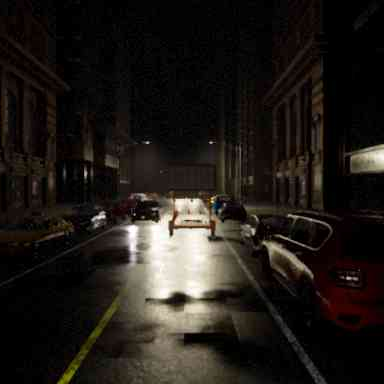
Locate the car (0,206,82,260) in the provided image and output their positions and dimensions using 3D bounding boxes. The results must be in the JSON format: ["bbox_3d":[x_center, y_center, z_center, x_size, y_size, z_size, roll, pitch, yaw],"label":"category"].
[{"bbox_3d":[-5.760,1.437,12.061,1.752,1.417,4.829,0,0,0],"label":"car"}]

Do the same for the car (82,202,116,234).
[{"bbox_3d":[-5.759,1.421,17.855,2.008,1.369,4.403,0,0,0],"label":"car"}]

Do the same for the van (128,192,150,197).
[{"bbox_3d":[-5.756,1.095,34.703,1.690,1.788,3.998,0,0,0],"label":"van"}]

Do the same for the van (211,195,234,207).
[{"bbox_3d":[2.768,1.133,29.094,1.690,1.788,3.998,0,0,0],"label":"van"}]

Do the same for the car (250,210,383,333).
[{"bbox_3d":[2.764,1.265,6.620,2.192,1.841,5.009,0,0,0],"label":"car"}]

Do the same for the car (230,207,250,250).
[{"bbox_3d":[2.765,1.461,12.240,2.008,1.369,4.403,0,0,0],"label":"car"}]

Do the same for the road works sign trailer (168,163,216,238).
[{"bbox_3d":[0.003,0.342,16.837,2.380,3.560,2.880,0,0,0],"label":"road works sign trailer"}]

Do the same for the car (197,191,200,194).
[{"bbox_3d":[2.776,1.000,79.664,1.887,1.381,4.507,0,0,0],"label":"car"}]

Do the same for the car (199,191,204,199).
[{"bbox_3d":[2.773,1.086,62.978,1.752,1.417,4.829,0,0,0],"label":"car"}]

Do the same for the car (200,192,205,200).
[{"bbox_3d":[2.772,1.181,57.189,1.802,1.307,4.206,0,0,0],"label":"car"}]

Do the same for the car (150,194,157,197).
[{"bbox_3d":[-5.755,1.266,40.322,2.008,1.369,4.403,0,0,0],"label":"car"}]

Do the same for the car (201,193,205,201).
[{"bbox_3d":[2.772,1.220,51.571,1.802,1.307,4.206,0,0,0],"label":"car"}]

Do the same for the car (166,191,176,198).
[{"bbox_3d":[-5.748,1.001,85.269,1.802,1.307,4.206,0,0,0],"label":"car"}]

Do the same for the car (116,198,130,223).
[{"bbox_3d":[-5.758,1.376,23.468,1.887,1.381,4.507,0,0,0],"label":"car"}]

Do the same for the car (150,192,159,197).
[{"bbox_3d":[-5.754,0.991,45.939,2.192,1.841,5.009,0,0,0],"label":"car"}]

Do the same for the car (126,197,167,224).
[{"bbox_3d":[-3.095,1.336,23.437,1.837,1.490,4.892,0,0,0],"label":"car"}]

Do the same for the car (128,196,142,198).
[{"bbox_3d":[-5.757,1.337,29.086,1.887,1.381,4.507,0,0,0],"label":"car"}]

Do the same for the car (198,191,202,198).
[{"bbox_3d":[2.775,1.056,74.045,1.947,1.339,4.313,0,0,0],"label":"car"}]

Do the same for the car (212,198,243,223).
[{"bbox_3d":[2.767,1.382,23.477,2.008,1.369,4.403,0,0,0],"label":"car"}]

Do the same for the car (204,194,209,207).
[{"bbox_3d":[2.770,1.239,40.503,1.752,1.417,4.829,0,0,0],"label":"car"}]

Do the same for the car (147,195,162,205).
[{"bbox_3d":[-5.753,1.164,51.389,1.752,1.417,4.829,0,0,0],"label":"car"}]
